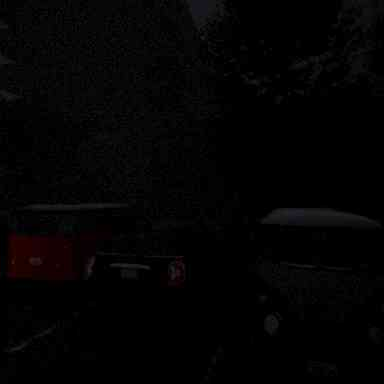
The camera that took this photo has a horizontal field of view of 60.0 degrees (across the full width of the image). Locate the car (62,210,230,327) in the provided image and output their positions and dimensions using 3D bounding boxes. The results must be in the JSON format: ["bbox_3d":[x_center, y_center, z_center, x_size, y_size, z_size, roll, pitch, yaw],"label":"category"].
[{"bbox_3d":[-0.419,1.376,7.421,2.185,1.767,4.553,0,-1,16],"label":"car"}]

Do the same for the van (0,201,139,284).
[{"bbox_3d":[-2.796,1.279,9.347,1.878,1.987,4.442,0,-1,16],"label":"van"}]

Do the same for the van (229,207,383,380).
[{"bbox_3d":[1.979,1.273,5.554,1.878,1.987,4.442,1,-1,17],"label":"van"}]
